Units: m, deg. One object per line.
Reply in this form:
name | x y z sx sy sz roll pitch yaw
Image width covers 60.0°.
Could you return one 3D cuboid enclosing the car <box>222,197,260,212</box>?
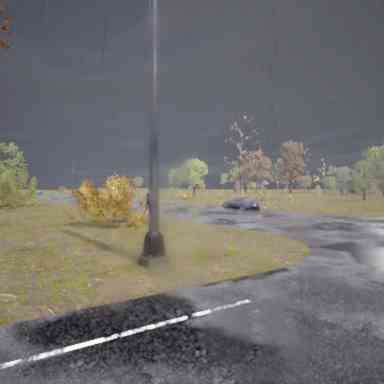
car | 5.033 1.246 34.464 1.994 1.385 4.181 -1 1 -35
